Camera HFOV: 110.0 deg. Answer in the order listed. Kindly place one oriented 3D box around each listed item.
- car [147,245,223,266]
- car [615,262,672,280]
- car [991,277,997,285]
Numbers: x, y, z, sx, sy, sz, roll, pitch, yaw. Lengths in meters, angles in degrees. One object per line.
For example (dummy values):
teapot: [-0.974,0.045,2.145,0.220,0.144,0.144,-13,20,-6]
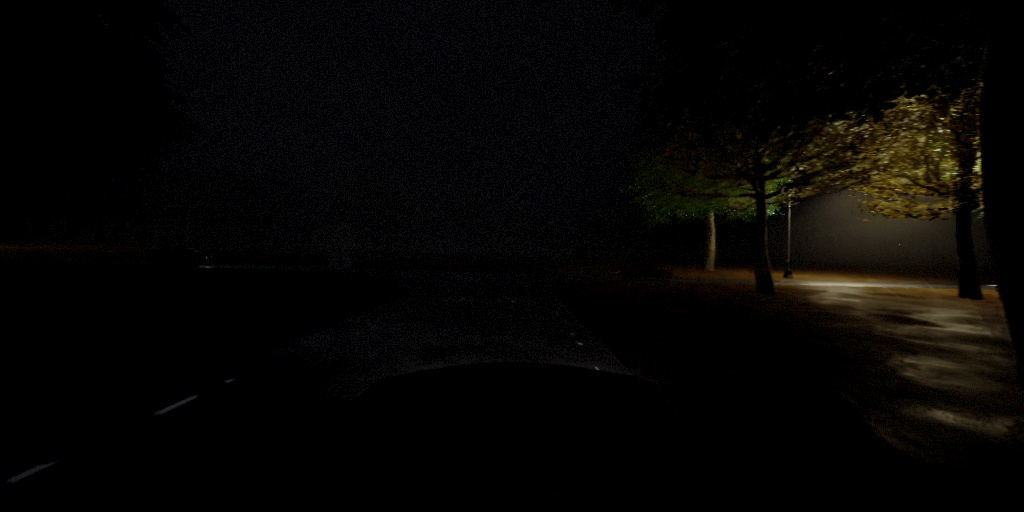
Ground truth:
car: [-26.068,-0.061,28.735,5.008,1.535,1.882,2,-1,-3]
car: [11.236,1.275,30.620,4.674,1.442,1.812,2,-1,-3]
car: [51.251,2.303,36.150,4.181,1.385,1.994,1,-1,-3]
